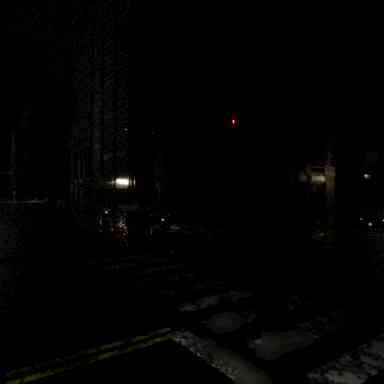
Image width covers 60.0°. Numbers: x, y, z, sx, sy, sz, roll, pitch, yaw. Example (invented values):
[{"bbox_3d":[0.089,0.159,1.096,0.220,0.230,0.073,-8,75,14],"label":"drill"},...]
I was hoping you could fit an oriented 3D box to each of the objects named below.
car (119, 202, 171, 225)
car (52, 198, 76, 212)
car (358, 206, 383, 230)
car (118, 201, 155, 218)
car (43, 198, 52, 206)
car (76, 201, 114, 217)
[{"bbox_3d":[-3.370,1.607,24.360,1.812,1.442,4.674,1,-1,-37],"label":"car"},{"bbox_3d":[-15.478,1.724,41.408,2.033,1.411,5.357,1,-1,-34],"label":"car"},{"bbox_3d":[12.003,1.568,20.203,4.674,1.442,1.812,0,0,-35],"label":"car"},{"bbox_3d":[-5.586,1.670,32.945,1.812,1.442,4.674,1,-1,-35],"label":"car"},{"bbox_3d":[-26.506,1.802,62.428,2.128,1.511,4.902,1,-1,-36],"label":"car"},{"bbox_3d":[-9.324,1.620,32.722,2.128,1.511,4.902,1,-1,-36],"label":"car"}]
